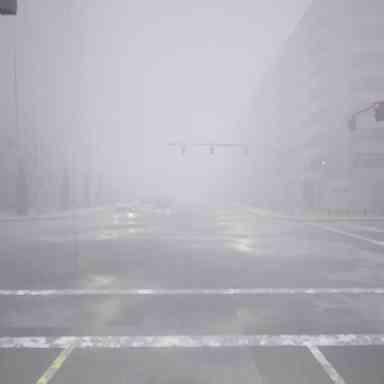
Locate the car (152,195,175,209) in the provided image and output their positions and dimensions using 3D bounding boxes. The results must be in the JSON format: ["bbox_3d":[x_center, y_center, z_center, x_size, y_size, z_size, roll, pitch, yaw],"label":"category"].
[{"bbox_3d":[-3.797,1.512,44.988,1.994,1.385,4.181,0,0,0],"label":"car"}]

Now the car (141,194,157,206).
[{"bbox_3d":[-7.331,1.415,54.389,1.882,1.535,5.008,0,0,0],"label":"car"}]

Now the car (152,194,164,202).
[{"bbox_3d":[-7.330,1.264,72.549,2.128,1.511,4.902,0,0,0],"label":"car"}]

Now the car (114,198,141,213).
[{"bbox_3d":[-7.161,1.492,36.223,1.812,1.442,4.674,0,0,0],"label":"car"}]
